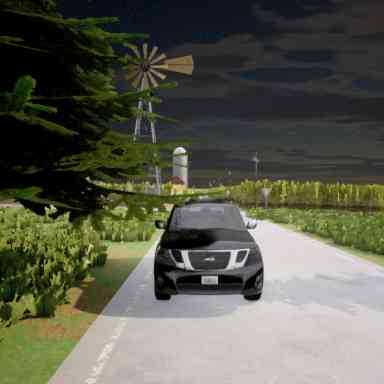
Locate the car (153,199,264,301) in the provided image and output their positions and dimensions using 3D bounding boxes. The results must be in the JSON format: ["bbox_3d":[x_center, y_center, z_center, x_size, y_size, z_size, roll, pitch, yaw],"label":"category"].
[{"bbox_3d":[0.336,1.221,8.709,2.150,2.045,5.566,0,0,0],"label":"car"}]
